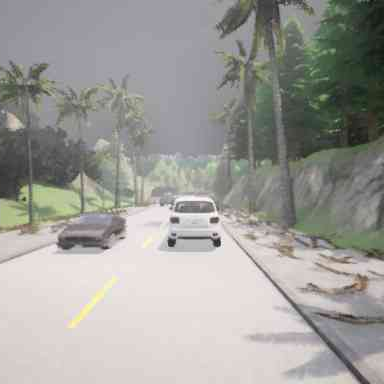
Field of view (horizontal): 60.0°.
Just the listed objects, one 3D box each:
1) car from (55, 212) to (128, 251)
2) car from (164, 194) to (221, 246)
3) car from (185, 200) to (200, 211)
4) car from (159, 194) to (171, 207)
[{"bbox_3d":[-4.101,1.593,14.683,2.033,1.411,5.357,0,0,0],"label":"car"},{"bbox_3d":[0.100,1.271,15.567,2.150,2.045,5.566,0,0,0],"label":"car"},{"bbox_3d":[0.067,1.736,43.712,1.895,1.301,4.718,0,0,0],"label":"car"},{"bbox_3d":[-4.090,1.391,54.909,2.150,2.045,5.566,0,0,1],"label":"car"}]
